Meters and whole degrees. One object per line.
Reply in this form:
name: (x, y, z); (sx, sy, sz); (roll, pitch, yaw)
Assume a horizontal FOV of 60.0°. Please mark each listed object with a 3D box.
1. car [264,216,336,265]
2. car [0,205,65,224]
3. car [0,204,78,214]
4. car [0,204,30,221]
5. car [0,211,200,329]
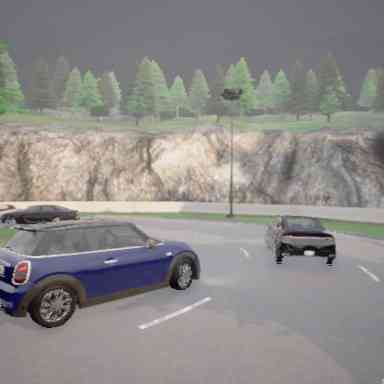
car: (3.835, 1.634, 12.360); (2.128, 1.511, 4.902); (1, 0, 7)
car: (-12.608, 1.728, 26.083); (4.718, 1.301, 1.895); (1, -1, -12)
car: (-10.364, 1.594, 22.800); (5.008, 1.535, 1.882); (0, -2, -1)
car: (-16.466, 1.714, 28.225); (4.718, 1.301, 1.895); (1, -1, -23)
car: (-1.891, 1.402, 7.409); (2.097, 1.767, 4.553); (0, -1, 44)
